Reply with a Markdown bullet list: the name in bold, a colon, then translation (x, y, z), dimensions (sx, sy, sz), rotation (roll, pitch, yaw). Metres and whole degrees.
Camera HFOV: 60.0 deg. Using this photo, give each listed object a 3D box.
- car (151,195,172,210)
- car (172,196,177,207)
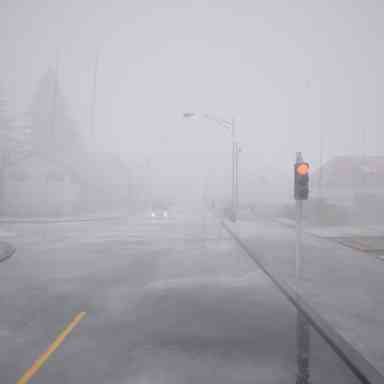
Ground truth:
- **car**: translation (-3.974, 1.505, 42.288), dimensions (1.837, 1.490, 4.892), rotation (0, 0, 0)
- **car**: translation (-3.937, 1.351, 52.422), dimensions (2.097, 1.767, 4.553), rotation (0, 0, 0)
